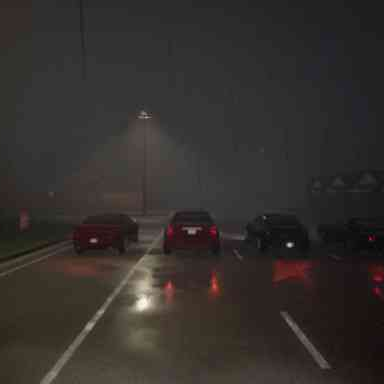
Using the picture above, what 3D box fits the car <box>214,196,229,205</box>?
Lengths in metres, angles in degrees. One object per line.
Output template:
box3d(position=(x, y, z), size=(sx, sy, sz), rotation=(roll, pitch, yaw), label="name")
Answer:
box3d(position=(6.948, 1.935, 79.176), size=(2.150, 2.045, 5.566), rotation=(0, -1, 0), label="car")

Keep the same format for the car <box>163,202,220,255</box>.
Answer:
box3d(position=(-0.007, 1.482, 14.084), size=(2.097, 1.767, 4.553), rotation=(0, -1, 0), label="car")

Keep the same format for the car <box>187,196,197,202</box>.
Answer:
box3d(position=(-0.052, 1.935, 79.172), size=(2.150, 2.045, 5.566), rotation=(0, -1, 0), label="car")

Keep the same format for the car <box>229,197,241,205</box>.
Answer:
box3d(position=(10.448, 2.065, 79.117), size=(2.097, 1.767, 4.553), rotation=(0, -1, 0), label="car")

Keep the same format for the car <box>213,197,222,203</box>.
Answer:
box3d(position=(6.940, 2.221, 90.813), size=(2.128, 1.511, 4.902), rotation=(0, -1, 0), label="car")

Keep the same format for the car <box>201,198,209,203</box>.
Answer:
box3d(position=(3.440, 2.249, 90.810), size=(1.994, 1.385, 4.181), rotation=(0, -1, 0), label="car")

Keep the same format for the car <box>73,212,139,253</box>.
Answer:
box3d(position=(-3.552, 1.614, 14.482), size=(1.882, 1.535, 5.008), rotation=(0, 0, 0), label="car")

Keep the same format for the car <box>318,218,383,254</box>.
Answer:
box3d(position=(6.993, 1.733, 14.108), size=(1.895, 1.301, 4.718), rotation=(0, 0, 0), label="car")

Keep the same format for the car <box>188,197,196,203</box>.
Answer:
box3d(position=(-0.060, 2.222, 90.808), size=(2.128, 1.511, 4.902), rotation=(0, -1, 0), label="car")

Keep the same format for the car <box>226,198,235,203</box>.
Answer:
box3d(position=(10.440, 2.236, 90.815), size=(2.033, 1.411, 5.357), rotation=(0, -1, 0), label="car")

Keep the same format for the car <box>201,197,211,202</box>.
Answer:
box3d(position=(3.448, 2.084, 79.493), size=(2.097, 1.767, 4.553), rotation=(0, -1, 0), label="car")

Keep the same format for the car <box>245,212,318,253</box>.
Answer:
box3d(position=(3.495, 1.642, 14.304), size=(1.837, 1.490, 4.892), rotation=(0, 0, 0), label="car")
